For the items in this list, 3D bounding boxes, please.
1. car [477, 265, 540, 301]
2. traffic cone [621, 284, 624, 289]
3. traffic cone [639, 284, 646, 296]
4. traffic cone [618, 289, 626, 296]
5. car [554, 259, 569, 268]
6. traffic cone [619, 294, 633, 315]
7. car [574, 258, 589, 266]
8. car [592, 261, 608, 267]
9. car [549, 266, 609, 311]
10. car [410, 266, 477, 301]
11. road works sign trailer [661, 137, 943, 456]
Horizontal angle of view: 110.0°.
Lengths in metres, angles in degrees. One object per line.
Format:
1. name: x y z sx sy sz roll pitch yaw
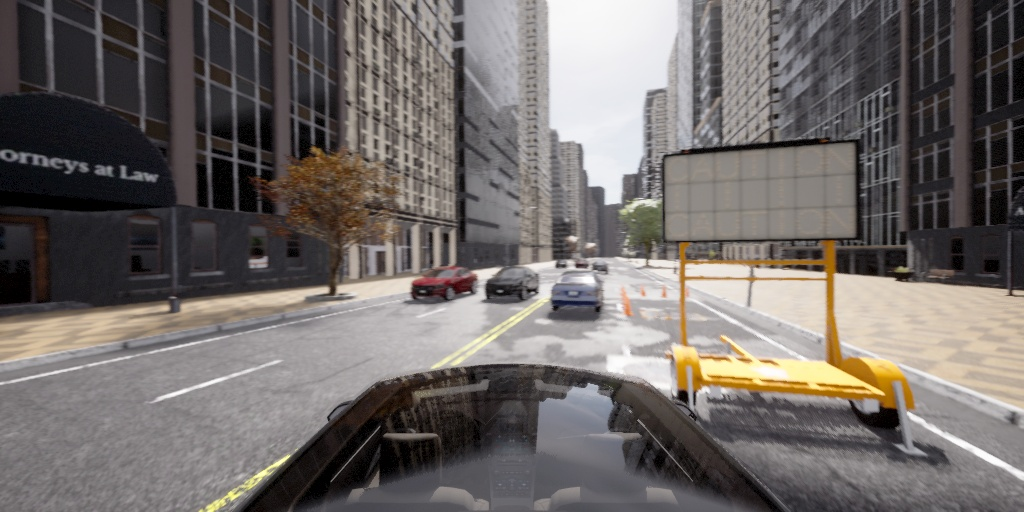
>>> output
1. car: 0.129 1.259 18.054 1.882 1.535 5.008 0 0 16
2. traffic cone: 5.022 1.704 16.176 0.340 0.580 0.340 0 0 15
3. traffic cone: 6.516 1.699 17.838 0.340 0.580 0.340 0 0 15
4. traffic cone: 4.491 1.703 14.248 0.340 0.580 0.340 0 0 15
5. car: 8.221 1.298 59.426 1.882 1.535 5.008 0 0 16
6. traffic cone: 3.960 1.703 12.320 0.340 0.580 0.340 0 0 15
7. car: 11.400 1.151 58.727 2.097 1.767 4.553 0 0 16
8. car: 10.386 1.295 42.338 1.812 1.442 4.674 0 0 15
9. car: 2.733 1.306 14.541 2.033 1.411 5.357 0 0 15
10. car: -3.244 1.279 18.047 1.882 1.535 5.008 0 0 16
11. road works sign trailer: 3.457 0.201 5.226 2.380 3.560 2.880 0 0 16
